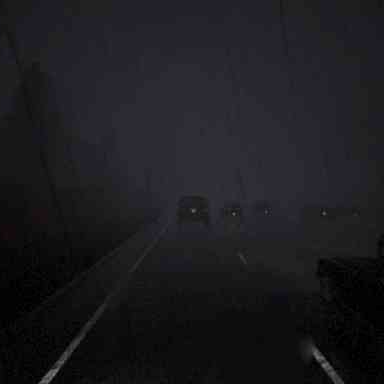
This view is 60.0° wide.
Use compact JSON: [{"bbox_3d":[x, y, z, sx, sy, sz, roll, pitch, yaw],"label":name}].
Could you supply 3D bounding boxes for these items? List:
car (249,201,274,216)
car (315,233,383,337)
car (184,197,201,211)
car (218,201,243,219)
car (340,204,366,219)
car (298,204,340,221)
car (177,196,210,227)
[{"bbox_3d":[7.092,1.653,34.122,1.837,1.490,4.892,0,0,0],"label":"car"},{"bbox_3d":[3.598,1.624,5.125,1.895,1.301,4.718,0,0,0],"label":"car"},{"bbox_3d":[0.080,1.545,44.706,2.097,1.767,4.553,0,0,0],"label":"car"},{"bbox_3d":[3.591,1.638,30.857,1.837,1.490,4.892,0,0,0],"label":"car"},{"bbox_3d":[14.091,1.736,30.945,1.895,1.301,4.718,0,0,0],"label":"car"},{"bbox_3d":[10.593,1.688,28.604,1.994,1.385,4.181,0,0,0],"label":"car"},{"bbox_3d":[0.094,1.325,24.078,2.150,2.045,5.566,0,0,0],"label":"car"}]
